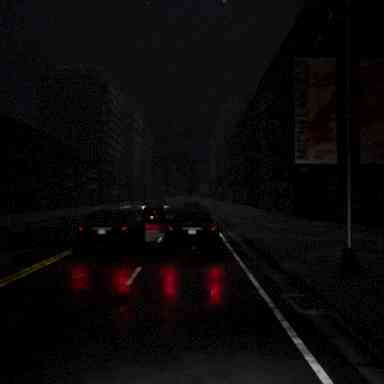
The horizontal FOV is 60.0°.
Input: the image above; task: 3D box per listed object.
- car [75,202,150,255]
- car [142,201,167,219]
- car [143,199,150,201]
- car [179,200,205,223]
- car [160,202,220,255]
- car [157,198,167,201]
[{"bbox_3d":[-3.245,1.486,14.083,2.097,1.767,4.553,0,-1,0],"label":"car"},{"bbox_3d":[-3.241,1.794,29.304,1.837,1.490,4.892,0,0,0],"label":"car"},{"bbox_3d":[-9.745,2.280,71.662,1.994,1.385,4.181,0,-1,0],"label":"car"},{"bbox_3d":[0.006,1.634,29.082,2.097,1.767,4.553,0,-1,0],"label":"car"},{"bbox_3d":[0.006,1.485,14.077,2.097,1.767,4.553,0,-1,0],"label":"car"},{"bbox_3d":[-6.495,2.083,71.694,2.097,1.767,4.553,0,-1,0],"label":"car"}]
